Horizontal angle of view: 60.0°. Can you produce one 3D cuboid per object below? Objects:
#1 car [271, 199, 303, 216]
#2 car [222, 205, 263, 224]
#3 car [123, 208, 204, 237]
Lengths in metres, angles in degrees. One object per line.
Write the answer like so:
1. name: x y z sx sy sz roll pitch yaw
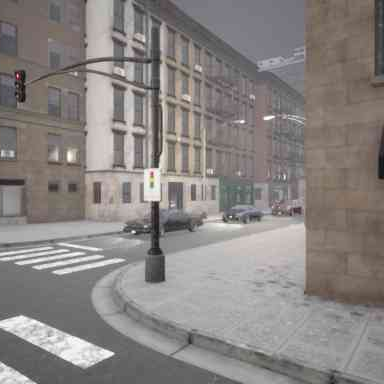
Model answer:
1. car: 9.985 1.537 34.792 2.097 1.767 4.553 0 0 35
2. car: 4.065 1.695 26.510 1.994 1.385 4.181 0 0 36
3. car: -1.391 1.629 18.871 2.033 1.411 5.357 0 0 35
